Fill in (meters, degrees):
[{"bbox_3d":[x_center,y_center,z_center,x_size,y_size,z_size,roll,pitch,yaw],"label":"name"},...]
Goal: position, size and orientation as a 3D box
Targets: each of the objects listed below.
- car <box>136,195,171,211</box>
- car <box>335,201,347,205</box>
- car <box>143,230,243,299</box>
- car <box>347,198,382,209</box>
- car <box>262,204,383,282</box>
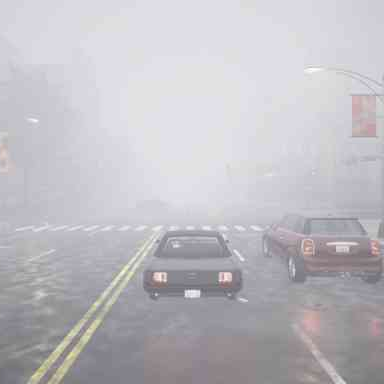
[{"bbox_3d":[-4.670,1.505,40.571,1.837,1.490,4.892,2,1,39],"label":"car"},{"bbox_3d":[22.699,1.547,45.958,5.357,1.411,2.033,0,0,0],"label":"car"},{"bbox_3d":[0.015,1.601,8.393,1.895,1.301,4.718,0,0,0],"label":"car"},{"bbox_3d":[22.619,1.564,42.458,4.181,1.385,1.994,0,0,0],"label":"car"},{"bbox_3d":[3.507,1.352,9.873,2.097,1.767,4.553,0,0,0],"label":"car"}]
